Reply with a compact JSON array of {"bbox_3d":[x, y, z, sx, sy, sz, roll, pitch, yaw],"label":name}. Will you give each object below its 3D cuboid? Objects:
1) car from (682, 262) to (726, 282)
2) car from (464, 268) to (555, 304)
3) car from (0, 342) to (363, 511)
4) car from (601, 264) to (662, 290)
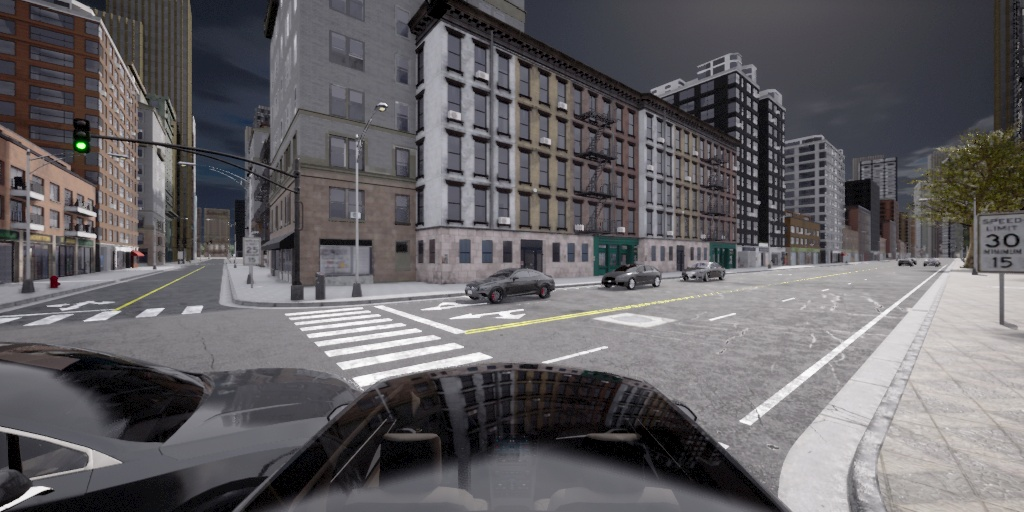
[{"bbox_3d":[15.762,1.243,29.427,4.902,1.511,2.128,0,0,-39],"label":"car"},{"bbox_3d":[0.018,1.290,16.785,4.674,1.442,1.812,0,0,-39],"label":"car"},{"bbox_3d":[-3.216,1.257,1.824,4.892,1.490,1.837,0,0,-34],"label":"car"},{"bbox_3d":[7.730,1.263,22.983,4.892,1.490,1.837,0,0,-39],"label":"car"}]
